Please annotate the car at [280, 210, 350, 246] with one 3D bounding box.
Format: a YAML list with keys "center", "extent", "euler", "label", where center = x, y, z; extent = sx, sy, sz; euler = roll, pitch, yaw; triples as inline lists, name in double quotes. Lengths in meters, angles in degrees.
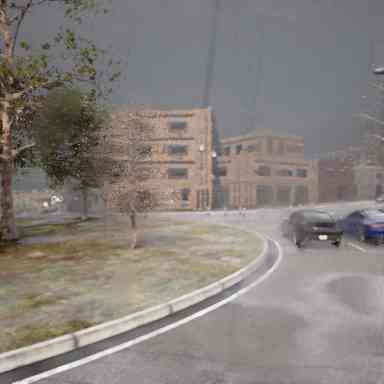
- center: [5.540, 1.622, 15.963]
  extent: [1.837, 1.490, 4.892]
  euler: [1, 0, 5]
  label: "car"

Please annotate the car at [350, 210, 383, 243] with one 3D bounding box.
- center: [8.757, 1.622, 16.562]
  extent: [1.812, 1.442, 4.674]
  euler: [0, -1, 4]
  label: "car"

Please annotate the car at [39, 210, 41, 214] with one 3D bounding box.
- center: [-37.686, 5.377, 85.759]
  extent: [2.002, 1.452, 4.674]
  euler: [0, -4, -26]
  label: "car"

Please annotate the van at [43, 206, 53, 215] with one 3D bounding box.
- center: [-32.849, 4.321, 76.010]
  extent: [1.878, 1.987, 4.442]
  euler: [0, -4, -26]
  label: "van"

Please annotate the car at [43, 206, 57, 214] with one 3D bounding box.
- center: [-27.898, 3.782, 66.077]
  extent: [2.002, 1.452, 4.674]
  euler: [2, -5, -26]
  label: "car"

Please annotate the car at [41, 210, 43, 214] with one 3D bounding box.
- center: [-30.350, 4.169, 70.981]
  extent: [2.163, 1.488, 4.792]
  euler: [0, -4, -26]
  label: "car"

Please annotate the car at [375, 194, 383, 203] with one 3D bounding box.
- center: [34.135, 1.054, 58.612]
  extent: [4.902, 1.511, 2.128]
  euler: [-6, 3, -37]
  label: "car"
